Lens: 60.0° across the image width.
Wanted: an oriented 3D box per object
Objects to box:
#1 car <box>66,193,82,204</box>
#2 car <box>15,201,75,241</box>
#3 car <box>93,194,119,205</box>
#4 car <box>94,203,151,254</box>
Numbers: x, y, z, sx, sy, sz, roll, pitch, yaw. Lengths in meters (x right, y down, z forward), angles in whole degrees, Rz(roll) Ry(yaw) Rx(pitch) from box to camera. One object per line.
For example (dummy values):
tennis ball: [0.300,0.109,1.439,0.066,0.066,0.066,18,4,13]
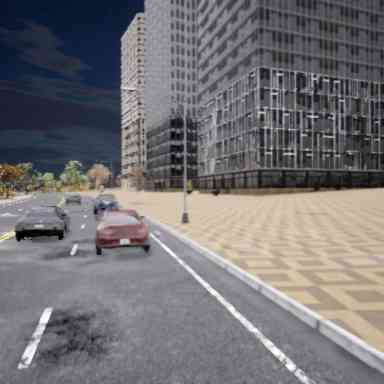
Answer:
car: [-16.580,0.929,46.670,2.128,1.511,4.902,0,1,-19]
car: [-6.892,1.366,15.737,1.994,1.385,4.181,0,1,-16]
car: [-7.792,0.968,30.047,2.097,1.767,4.553,0,1,-17]
car: [-2.709,1.359,12.679,1.812,1.442,4.674,0,1,-15]
